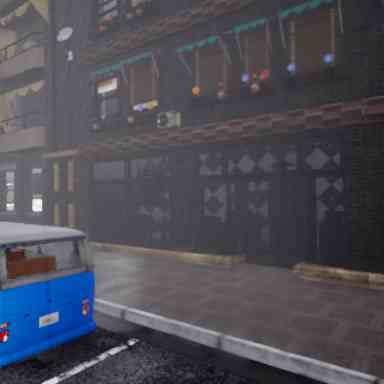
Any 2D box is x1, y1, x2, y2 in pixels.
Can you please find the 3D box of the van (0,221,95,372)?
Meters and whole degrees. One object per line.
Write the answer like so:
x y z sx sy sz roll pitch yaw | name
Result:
-3.293 1.363 5.238 3.998 1.788 1.690 0 -1 35 | van
